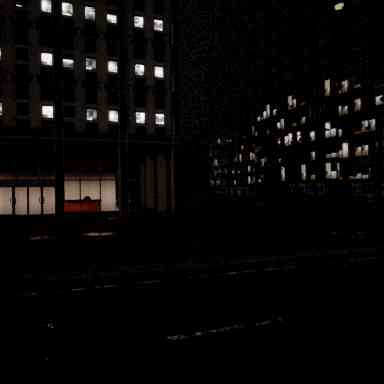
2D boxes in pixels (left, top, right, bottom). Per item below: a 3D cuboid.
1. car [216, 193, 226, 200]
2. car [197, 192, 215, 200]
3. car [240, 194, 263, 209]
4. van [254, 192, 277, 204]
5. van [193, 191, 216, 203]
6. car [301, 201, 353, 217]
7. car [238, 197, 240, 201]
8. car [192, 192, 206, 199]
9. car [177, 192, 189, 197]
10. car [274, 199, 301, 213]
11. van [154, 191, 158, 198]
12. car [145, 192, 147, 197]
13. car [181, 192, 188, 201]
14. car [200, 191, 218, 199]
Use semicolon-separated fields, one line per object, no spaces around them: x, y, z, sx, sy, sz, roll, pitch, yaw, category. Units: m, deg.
5.733;0.954;69.637;1.802;1.307;4.206;0;1;-21;car
2.864;0.879;69.858;1.882;1.535;5.008;-1;1;-21;car
8.072;1.332;40.090;1.947;1.339;4.313;0;1;-21;car
11.858;0.871;53.722;1.690;1.788;3.998;0;1;-21;van
1.996;0.952;56.017;1.690;1.788;3.998;0;1;-21;van
12.086;1.434;29.453;1.947;1.339;4.313;0;1;-21;car
9.817;1.060;59.029;1.802;1.307;4.206;0;1;-21;car
1.647;0.706;80.243;1.967;1.590;4.097;0;1;-21;car
-2.436;0.710;90.852;2.008;1.369;4.403;0;1;-21;car
10.060;1.399;34.765;1.802;1.307;4.206;0;1;-21;car
-8.215;0.687;82.537;1.690;1.788;3.998;0;1;-21;van
-10.257;0.733;87.841;1.967;1.590;4.097;0;1;-21;car
-2.088;1.056;66.627;2.008;1.369;4.403;0;1;-21;car
3.689;0.634;74.938;2.192;1.841;5.009;0;1;-21;car
